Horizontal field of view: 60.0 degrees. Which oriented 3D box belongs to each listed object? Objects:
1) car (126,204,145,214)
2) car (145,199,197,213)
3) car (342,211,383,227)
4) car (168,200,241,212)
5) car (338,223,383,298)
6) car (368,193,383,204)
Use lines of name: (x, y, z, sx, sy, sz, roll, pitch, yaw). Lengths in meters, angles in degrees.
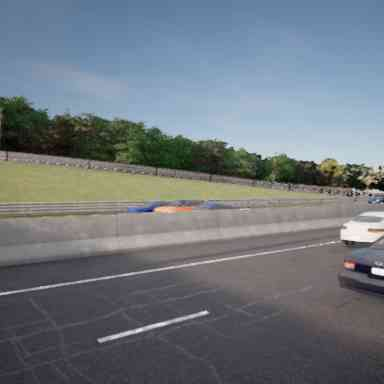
car: (-3.042, 1.479, 27.652, 5.008, 1.535, 1.882, 0, 0, -36)
car: (-0.825, 1.354, 24.940, 4.553, 1.767, 2.097, 0, 0, -36)
car: (7.982, 1.529, 13.778, 4.674, 1.442, 1.812, 0, 0, -36)
car: (1.186, 1.480, 22.071, 5.008, 1.535, 1.882, 0, 0, -36)
car: (5.570, 1.548, 7.719, 5.357, 1.411, 2.033, 0, 0, -36)
car: (29.873, 1.198, 52.140, 5.566, 2.045, 2.150, 0, 0, -36)
